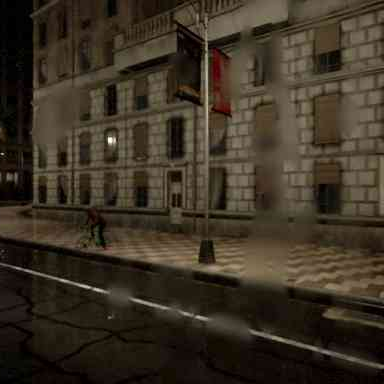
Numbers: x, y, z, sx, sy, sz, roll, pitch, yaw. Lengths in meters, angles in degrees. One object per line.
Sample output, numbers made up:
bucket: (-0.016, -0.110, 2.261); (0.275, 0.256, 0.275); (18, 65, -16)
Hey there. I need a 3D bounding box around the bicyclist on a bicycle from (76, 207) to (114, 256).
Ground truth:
bicyclist on a bicycle: (-3.466, 1.347, 11.837); (0.582, 1.620, 1.656); (0, 7, 36)
